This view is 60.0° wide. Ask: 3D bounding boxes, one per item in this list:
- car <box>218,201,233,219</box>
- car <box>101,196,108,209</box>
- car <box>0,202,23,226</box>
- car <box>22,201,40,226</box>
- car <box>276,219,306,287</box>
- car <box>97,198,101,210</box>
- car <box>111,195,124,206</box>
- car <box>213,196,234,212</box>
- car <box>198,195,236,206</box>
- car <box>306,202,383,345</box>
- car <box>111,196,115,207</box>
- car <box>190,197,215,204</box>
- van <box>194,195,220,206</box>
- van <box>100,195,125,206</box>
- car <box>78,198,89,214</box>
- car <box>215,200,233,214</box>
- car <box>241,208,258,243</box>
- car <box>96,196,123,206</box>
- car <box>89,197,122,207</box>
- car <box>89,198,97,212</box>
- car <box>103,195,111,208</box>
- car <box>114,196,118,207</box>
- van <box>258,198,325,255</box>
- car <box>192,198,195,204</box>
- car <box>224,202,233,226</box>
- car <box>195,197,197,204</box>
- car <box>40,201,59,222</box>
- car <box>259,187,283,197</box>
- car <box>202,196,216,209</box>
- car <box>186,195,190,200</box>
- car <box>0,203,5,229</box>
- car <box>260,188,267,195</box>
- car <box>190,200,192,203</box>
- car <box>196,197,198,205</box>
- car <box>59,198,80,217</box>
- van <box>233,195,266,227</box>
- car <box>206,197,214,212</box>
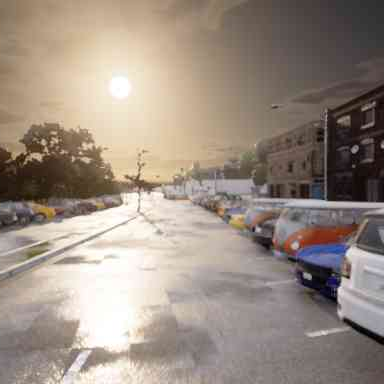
[{"bbox_3d":[4.725,1.580,22.852,5.008,1.535,2.097,1,0,-21],"label":"car"},{"bbox_3d":[-14.339,1.703,44.111,5.366,1.575,1.946,-1,0,-23],"label":"car"},{"bbox_3d":[-13.471,1.596,20.491,4.892,1.521,2.231,-1,0,-20],"label":"car"},{"bbox_3d":[-13.481,1.482,23.469,4.553,1.767,2.185,-1,0,-21],"label":"car"},{"bbox_3d":[4.761,1.517,7.793,5.008,1.535,2.097,1,0,-20],"label":"car"},{"bbox_3d":[-14.055,1.565,41.221,4.553,1.767,2.185,-1,-1,-22],"label":"car"},{"bbox_3d":[-14.766,1.753,56.087,5.366,1.575,1.946,-1,0,-24],"label":"car"},{"bbox_3d":[4.609,1.478,28.890,4.553,1.767,2.185,1,-1,-21],"label":"car"},{"bbox_3d":[4.115,1.412,43.975,5.566,2.045,2.435,1,0,-23],"label":"car"},{"bbox_3d":[4.785,1.254,4.803,5.566,2.045,2.435,1,-1,-20],"label":"car"},{"bbox_3d":[-14.510,1.771,50.098,4.674,1.452,2.002,-1,0,-23],"label":"car"},{"bbox_3d":[2.291,1.808,71.072,4.792,1.488,2.163,1,-1,-26],"label":"car"},{"bbox_3d":[2.844,1.508,62.025,4.442,1.987,1.878,1,0,-25],"label":"van"},{"bbox_3d":[-15.584,1.573,64.910,4.442,1.987,1.878,-1,0,-25],"label":"van"},{"bbox_3d":[-13.755,1.692,35.327,4.792,1.488,2.163,-1,-1,-22],"label":"car"},{"bbox_3d":[4.669,1.593,25.871,4.892,1.521,2.231,1,-1,-21],"label":"car"},{"bbox_3d":[4.783,1.573,13.826,4.792,1.488,2.163,1,-1,-20],"label":"car"},{"bbox_3d":[-15.387,1.660,61.922,4.553,1.767,2.185,-1,0,-25],"label":"car"},{"bbox_3d":[-15.334,1.772,58.881,5.366,1.575,1.946,-1,0,-24],"label":"car"},{"bbox_3d":[-13.887,1.676,38.270,5.008,1.535,2.097,-1,0,-22],"label":"car"},{"bbox_3d":[-14.305,1.591,47.154,4.553,1.767,2.185,-1,0,-23],"label":"car"},{"bbox_3d":[-14.712,1.785,53.053,4.674,1.452,2.002,-1,0,-24],"label":"car"},{"bbox_3d":[4.654,1.303,10.758,4.442,1.987,1.878,1,0,-20],"label":"van"},{"bbox_3d":[3.195,1.725,59.065,4.892,1.521,2.231,1,0,-25],"label":"car"},{"bbox_3d":[4.910,1.568,19.909,5.366,1.575,1.946,1,-1,-20],"label":"car"},{"bbox_3d":[3.408,1.751,56.054,4.674,1.452,2.002,1,-1,-24],"label":"car"},{"bbox_3d":[-13.545,1.622,26.424,5.008,1.535,2.097,-1,0,-21],"label":"car"},{"bbox_3d":[19.873,-0.033,83.786,2.435,2.045,5.566,-7,4,-30],"label":"car"},{"bbox_3d":[4.278,1.652,40.970,5.008,1.535,2.097,1,0,-23],"label":"car"},{"bbox_3d":[2.236,1.755,68.012,5.366,1.575,1.946,1,0,-26],"label":"car"},{"bbox_3d":[-13.285,1.576,17.591,5.366,1.575,1.946,-1,-1,-20],"label":"car"},{"bbox_3d":[16.927,0.545,83.265,2.002,1.452,4.674,-7,4,-30],"label":"car"},{"bbox_3d":[2.714,1.623,65.098,4.553,1.767,2.185,1,0,-25],"label":"car"},{"bbox_3d":[3.623,1.739,53.037,4.674,1.452,2.002,1,0,-24],"label":"car"},{"bbox_3d":[-13.719,1.679,32.333,4.792,1.488,2.163,-1,0,-21],"label":"car"},{"bbox_3d":[4.645,1.328,16.783,4.442,1.987,1.878,1,0,-20],"label":"van"},{"bbox_3d":[4.482,1.628,34.936,5.008,1.535,2.097,1,-1,-22],"label":"car"}]
